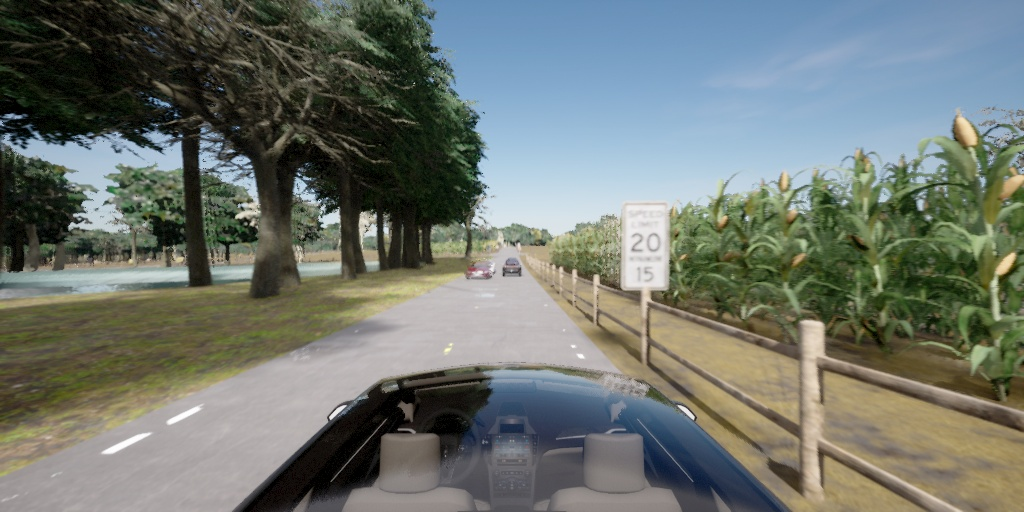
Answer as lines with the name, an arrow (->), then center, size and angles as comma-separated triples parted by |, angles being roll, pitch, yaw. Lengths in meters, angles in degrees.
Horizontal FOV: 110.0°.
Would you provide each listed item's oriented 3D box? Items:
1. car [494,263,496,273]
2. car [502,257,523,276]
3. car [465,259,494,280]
car -> -2.752, 1.092, 38.592 | 1.812, 1.442, 4.674 | 0, 1, 0
car -> 0.007, 1.111, 34.670 | 2.128, 1.511, 4.902 | 0, 1, 0
car -> -2.751, 1.196, 30.396 | 1.812, 1.442, 4.674 | 0, 1, 0
